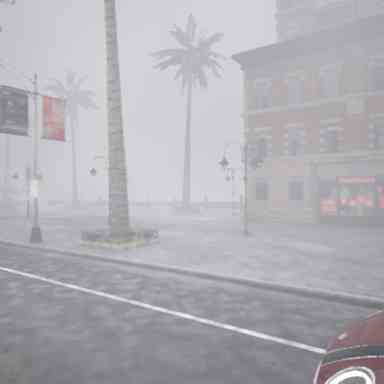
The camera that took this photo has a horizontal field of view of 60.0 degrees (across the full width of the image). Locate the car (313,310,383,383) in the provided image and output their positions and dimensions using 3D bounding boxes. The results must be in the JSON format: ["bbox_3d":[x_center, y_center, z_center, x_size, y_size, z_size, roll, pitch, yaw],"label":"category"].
[{"bbox_3d":[3.032,1.340,1.828,4.553,1.767,2.097,-1,0,36],"label":"car"}]
